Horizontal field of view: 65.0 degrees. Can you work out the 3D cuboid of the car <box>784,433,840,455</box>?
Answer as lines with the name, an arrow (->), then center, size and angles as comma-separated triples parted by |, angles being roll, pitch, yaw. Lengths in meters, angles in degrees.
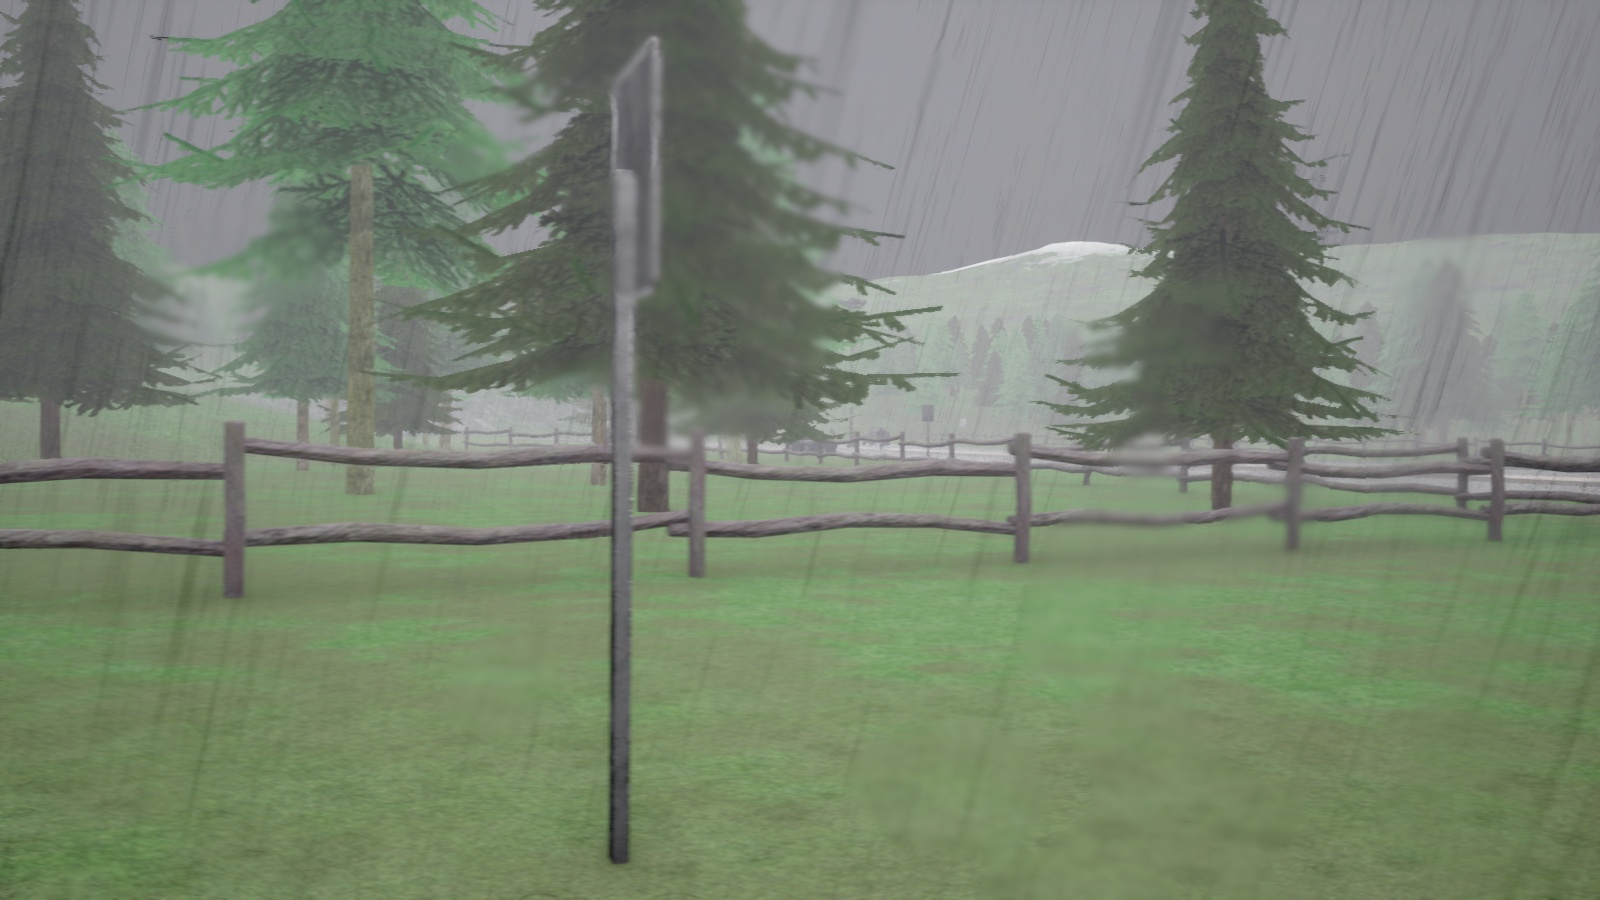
car -> 0.720, -0.382, 78.205 | 1.895, 1.301, 4.718 | -1, 1, -20
